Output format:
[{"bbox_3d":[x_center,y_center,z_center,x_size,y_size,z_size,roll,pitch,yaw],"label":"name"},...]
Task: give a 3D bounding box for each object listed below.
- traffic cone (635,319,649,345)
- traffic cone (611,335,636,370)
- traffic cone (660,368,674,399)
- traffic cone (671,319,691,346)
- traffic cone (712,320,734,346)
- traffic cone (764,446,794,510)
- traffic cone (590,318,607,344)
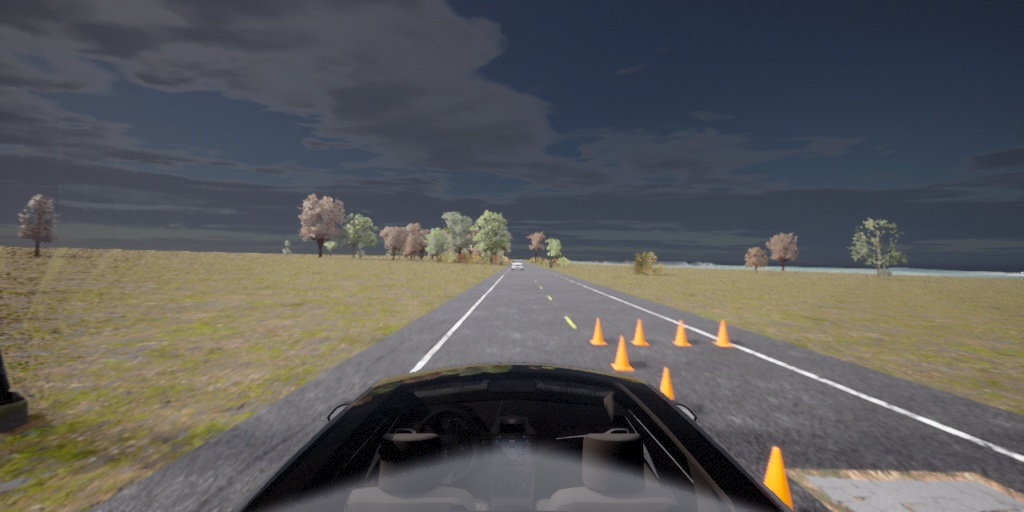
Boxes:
[{"bbox_3d":[3.083,1.820,8.682,0.340,0.580,0.340,0,0,1],"label":"traffic cone"},{"bbox_3d":[2.051,1.785,6.697,0.340,0.580,0.340,0,0,1],"label":"traffic cone"},{"bbox_3d":[2.019,1.763,4.698,0.340,0.580,0.340,0,0,1],"label":"traffic cone"},{"bbox_3d":[4.083,1.832,8.665,0.340,0.580,0.340,0,0,1],"label":"traffic cone"},{"bbox_3d":[5.083,1.843,8.649,0.340,0.580,0.340,0,0,1],"label":"traffic cone"},{"bbox_3d":[1.987,1.740,2.698,0.340,0.580,0.340,0,0,1],"label":"traffic cone"},{"bbox_3d":[2.084,1.808,8.697,0.340,0.580,0.340,0,0,1],"label":"traffic cone"}]
